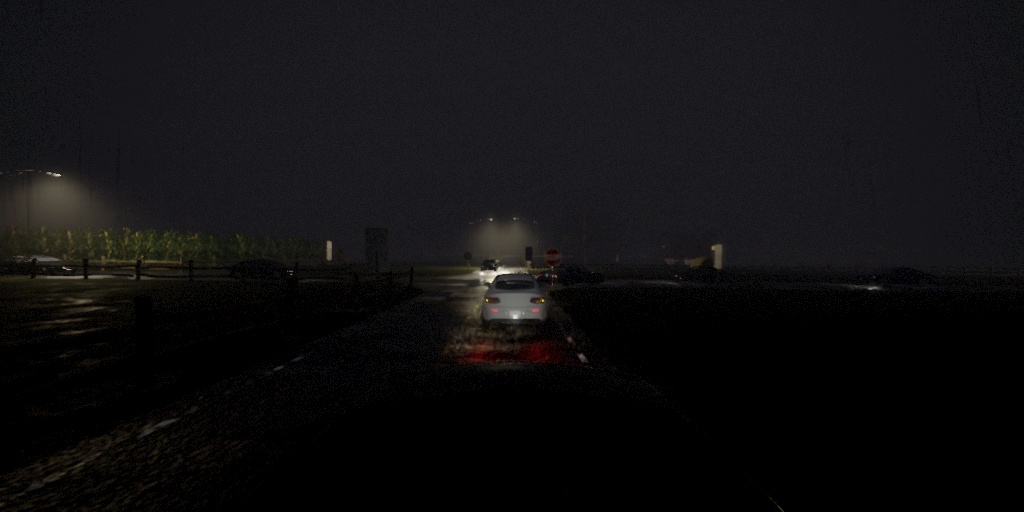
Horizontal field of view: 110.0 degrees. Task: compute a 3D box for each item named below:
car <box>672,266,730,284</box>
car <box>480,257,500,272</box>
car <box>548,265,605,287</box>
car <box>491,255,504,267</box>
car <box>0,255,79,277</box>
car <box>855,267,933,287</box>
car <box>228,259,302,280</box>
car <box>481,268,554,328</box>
[{"bbox_3d":[15.419,1.474,29.294,4.181,1.385,1.994,1,1,1],"label":"car"},{"bbox_3d":[-2.832,1.171,44.567,1.837,1.490,4.892,0,0,0],"label":"car"},{"bbox_3d":[4.268,1.358,25.186,5.357,1.411,2.033,0,0,-39],"label":"car"},{"bbox_3d":[-2.769,0.854,63.392,2.150,2.045,5.566,0,0,0],"label":"car"},{"bbox_3d":[-35.967,0.720,27.234,4.902,1.511,2.128,1,1,1],"label":"car"},{"bbox_3d":[30.808,1.618,29.026,5.008,1.535,1.882,1,1,1],"label":"car"},{"bbox_3d":[-18.467,0.981,26.927,4.892,1.490,1.837,1,1,1],"label":"car"},{"bbox_3d":[0.088,1.257,11.217,1.812,1.442,4.674,0,0,0],"label":"car"}]
